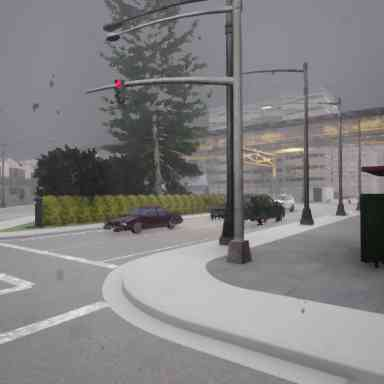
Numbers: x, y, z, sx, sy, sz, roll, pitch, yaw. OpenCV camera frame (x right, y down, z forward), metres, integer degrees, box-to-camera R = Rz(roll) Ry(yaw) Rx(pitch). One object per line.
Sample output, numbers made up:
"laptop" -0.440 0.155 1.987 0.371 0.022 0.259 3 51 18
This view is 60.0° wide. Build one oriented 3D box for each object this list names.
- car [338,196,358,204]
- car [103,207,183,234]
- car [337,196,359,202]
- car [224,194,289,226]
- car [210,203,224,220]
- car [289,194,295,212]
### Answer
"car" 31.907 1.521 67.979 4.974 1.542 2.038 0 0 -29
"car" -2.728 1.602 20.050 2.033 1.411 5.357 -1 0 36
"car" 31.951 1.364 68.006 4.536 1.218 1.853 0 0 -29
"car" 4.822 1.242 24.194 2.150 2.045 5.566 -1 0 36
"car" 3.393 1.534 28.497 1.882 1.535 5.008 -1 0 36
"car" 9.696 1.280 37.161 2.150 2.045 5.566 -1 0 36
